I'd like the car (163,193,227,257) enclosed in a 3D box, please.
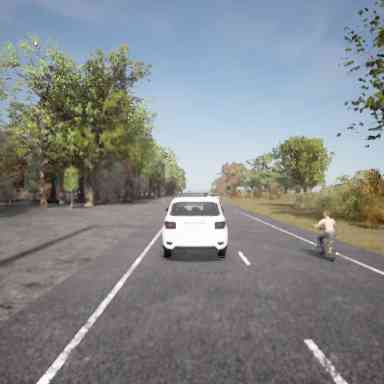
[{"bbox_3d":[0.099,1.205,13.008,2.150,2.045,5.566,0,0,0],"label":"car"}]

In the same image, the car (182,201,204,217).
[{"bbox_3d":[0.102,1.563,31.499,1.895,1.301,4.718,0,0,0],"label":"car"}]

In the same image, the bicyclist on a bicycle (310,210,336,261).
[{"bbox_3d":[4.487,1.423,11.187,0.866,1.612,1.509,0,0,0],"label":"bicyclist on a bicycle"}]

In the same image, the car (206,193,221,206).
[{"bbox_3d":[3.611,1.157,56.549,2.150,2.045,5.566,0,0,0],"label":"car"}]

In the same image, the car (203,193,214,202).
[{"bbox_3d":[3.511,1.141,73.474,2.150,2.045,5.566,0,0,0],"label":"car"}]
